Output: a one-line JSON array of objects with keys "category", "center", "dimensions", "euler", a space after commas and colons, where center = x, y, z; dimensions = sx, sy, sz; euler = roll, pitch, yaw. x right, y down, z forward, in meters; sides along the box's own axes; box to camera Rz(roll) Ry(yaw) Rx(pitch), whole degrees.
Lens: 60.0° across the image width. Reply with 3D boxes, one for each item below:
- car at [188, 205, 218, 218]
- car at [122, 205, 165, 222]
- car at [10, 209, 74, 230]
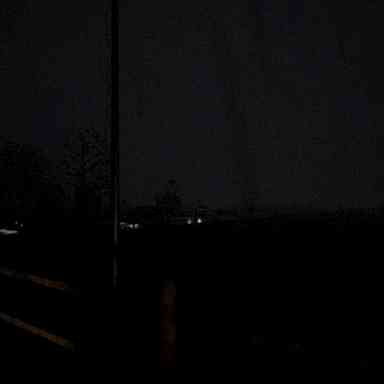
[{"category": "car", "center": [1.439, 2.291, 40.608], "dimensions": [1.812, 1.442, 4.674], "euler": [1, -1, 35]}, {"category": "car", "center": [-4.619, 2.050, 32.139], "dimensions": [1.837, 1.490, 4.892], "euler": [1, -1, 35]}, {"category": "car", "center": [-10.585, 1.889, 23.795], "dimensions": [1.994, 1.385, 4.181], "euler": [1, -1, 35]}]
